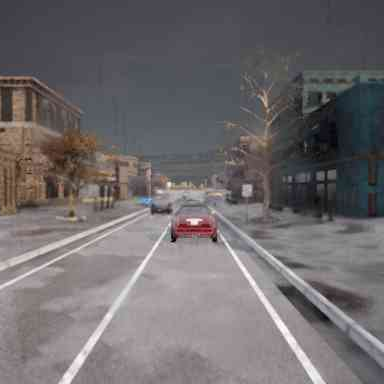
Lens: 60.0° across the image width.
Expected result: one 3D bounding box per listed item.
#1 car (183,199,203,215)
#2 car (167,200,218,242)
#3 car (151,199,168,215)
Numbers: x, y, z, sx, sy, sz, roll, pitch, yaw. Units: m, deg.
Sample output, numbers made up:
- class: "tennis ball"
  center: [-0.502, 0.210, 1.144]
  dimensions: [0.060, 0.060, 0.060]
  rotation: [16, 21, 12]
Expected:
- class: "car"
  center: [0.100, 1.541, 35.249]
  dimensions: [2.033, 1.411, 5.357]
  rotation: [0, 0, 0]
- class: "car"
  center: [0.099, 1.349, 16.440]
  dimensions: [2.097, 1.767, 4.553]
  rotation: [0, 0, 0]
- class: "car"
  center: [-3.096, 1.471, 34.150]
  dimensions: [1.882, 1.535, 5.008]
  rotation: [0, 0, 0]
